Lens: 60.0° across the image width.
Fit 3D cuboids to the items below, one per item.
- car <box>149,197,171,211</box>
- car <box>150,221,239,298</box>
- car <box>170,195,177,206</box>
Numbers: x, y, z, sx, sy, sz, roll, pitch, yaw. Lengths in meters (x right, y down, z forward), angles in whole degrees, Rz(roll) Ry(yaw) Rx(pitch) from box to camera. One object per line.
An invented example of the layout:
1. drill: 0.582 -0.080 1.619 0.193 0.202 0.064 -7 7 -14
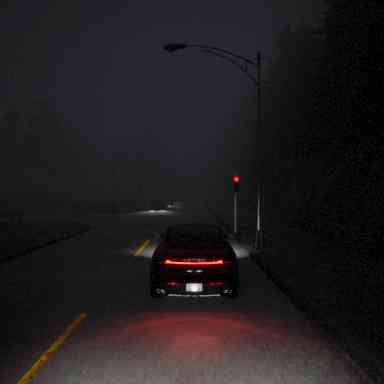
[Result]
1. car: -4.086 1.564 41.198 1.994 1.385 4.181 0 0 0
2. car: 0.061 1.505 8.523 1.837 1.490 4.892 0 0 0
3. car: -4.074 1.564 54.758 1.994 1.385 4.181 0 0 0
